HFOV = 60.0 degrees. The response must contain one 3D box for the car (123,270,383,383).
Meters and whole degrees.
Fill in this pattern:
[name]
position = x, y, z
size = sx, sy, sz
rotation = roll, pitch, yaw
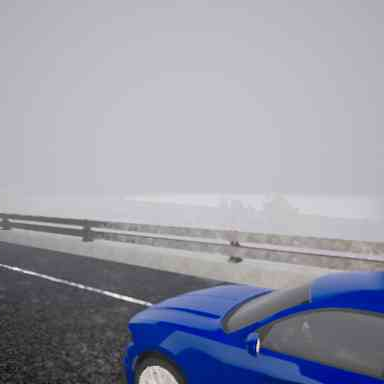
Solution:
[car]
position = 1.559, 1.478, 2.891
size = 5.008, 1.535, 1.882
rotation = 0, 0, 36
